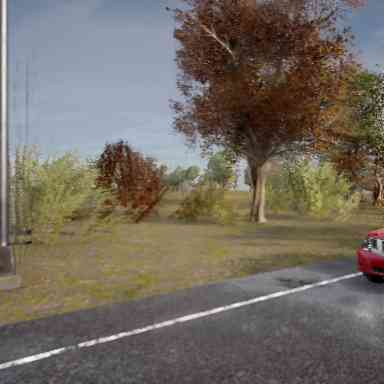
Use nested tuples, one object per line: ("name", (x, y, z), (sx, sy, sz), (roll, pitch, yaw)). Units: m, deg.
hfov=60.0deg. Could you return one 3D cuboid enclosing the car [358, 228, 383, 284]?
("car", (6.602, 1.249, 8.547), (5.566, 2.045, 2.150), (1, 0, -34))
